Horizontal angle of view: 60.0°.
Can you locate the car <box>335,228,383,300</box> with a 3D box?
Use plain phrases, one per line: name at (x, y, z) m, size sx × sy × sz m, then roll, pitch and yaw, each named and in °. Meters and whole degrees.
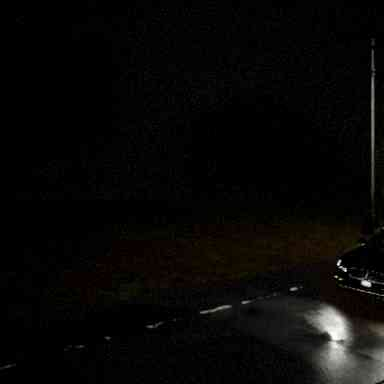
car at (5.315, 1.509, 7.788) m, size 4.892 × 1.490 × 1.837 m, roll 0°, pitch 0°, yaw -36°
